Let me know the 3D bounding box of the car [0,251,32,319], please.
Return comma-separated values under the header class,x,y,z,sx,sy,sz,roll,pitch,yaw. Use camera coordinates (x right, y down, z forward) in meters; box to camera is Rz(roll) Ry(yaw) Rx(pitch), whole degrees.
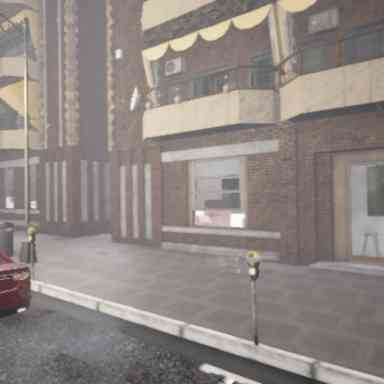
class,x,y,z,sx,sy,sz,roll,pitch,yaw
car,-4.865,1.558,6.362,4.507,1.381,1.887,0,-1,36
